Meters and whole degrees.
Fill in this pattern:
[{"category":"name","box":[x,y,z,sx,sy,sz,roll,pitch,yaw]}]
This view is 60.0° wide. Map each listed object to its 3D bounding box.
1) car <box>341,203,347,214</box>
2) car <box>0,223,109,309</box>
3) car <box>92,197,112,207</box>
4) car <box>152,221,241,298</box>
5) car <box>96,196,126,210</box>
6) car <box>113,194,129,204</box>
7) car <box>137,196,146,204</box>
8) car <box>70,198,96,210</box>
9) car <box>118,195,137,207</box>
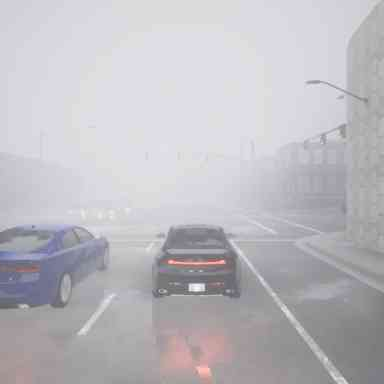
[{"category":"car","box":[14.997,1.015,27.568,5.008,1.535,1.882,-5,0,0]},{"category":"car","box":[-3.401,1.478,7.979,1.882,1.535,5.008,0,0,0]},{"category":"car","box":[-13.936,1.526,51.725,1.812,1.442,4.674,0,0,0]},{"category":"car","box":[0.104,1.505,8.525,1.837,1.490,4.892,0,0,0]},{"category":"car","box":[-10.478,1.601,43.206,1.895,1.301,4.718,0,0,3]},{"category":"car","box":[-13.837,1.353,65.179,2.097,1.767,4.553,0,0,1]},{"category":"car","box":[-10.332,1.526,66.046,1.812,1.442,4.674,0,0,1]},{"category":"car","box":[-13.970,1.526,42.625,1.812,1.442,4.674,0,0,1]},{"category":"car","box":[-10.434,1.599,52.367,1.895,1.301,4.718,0,0,0]}]
